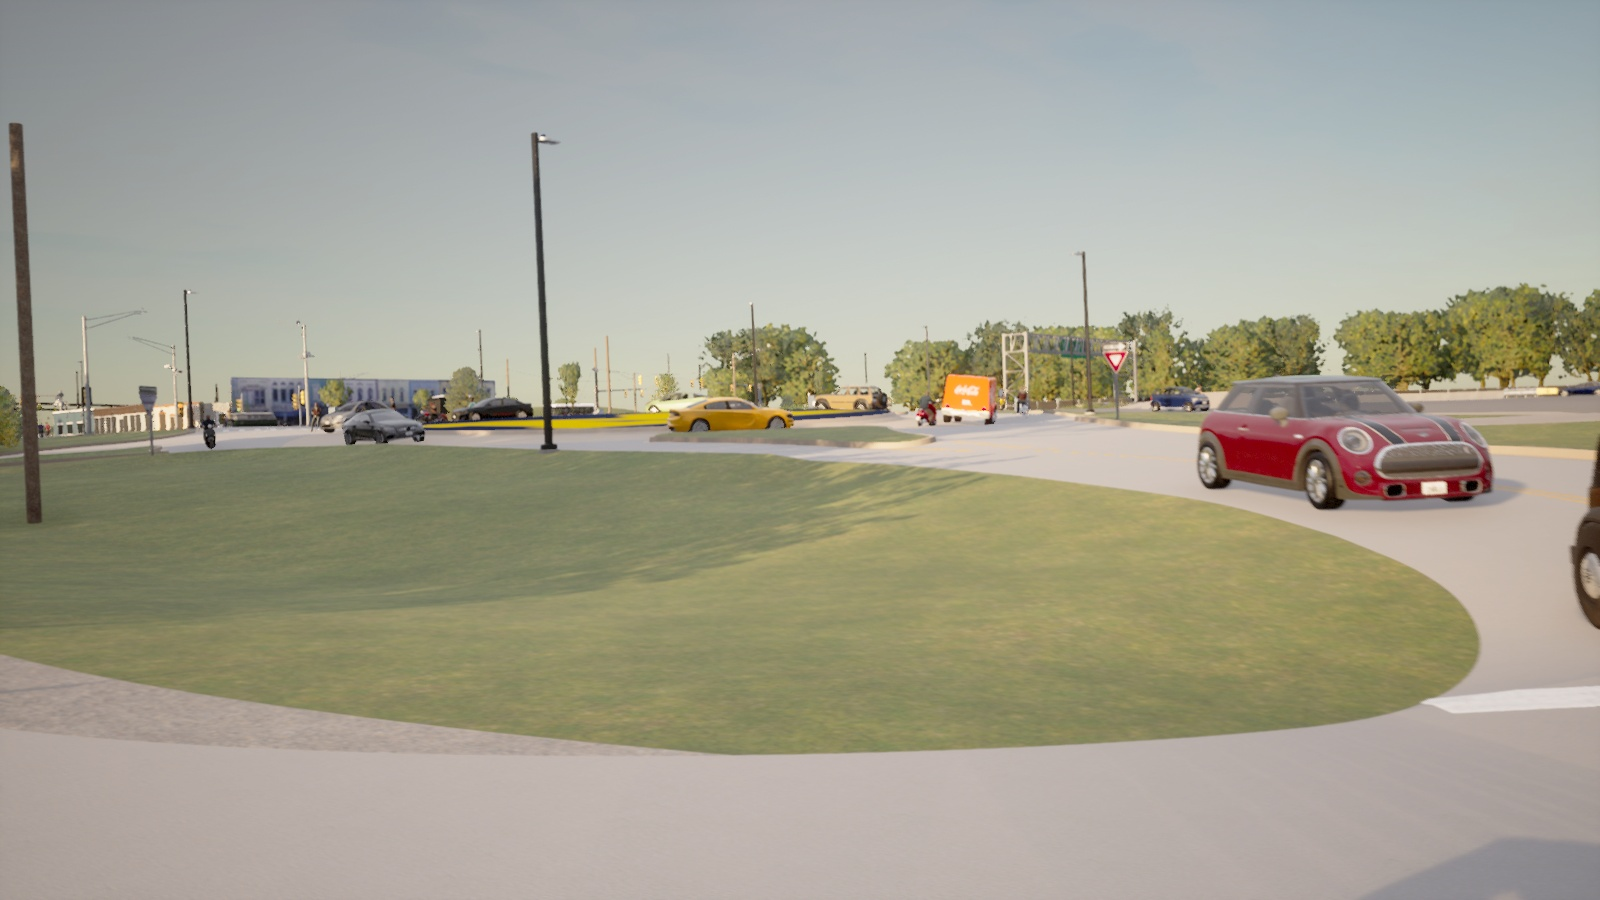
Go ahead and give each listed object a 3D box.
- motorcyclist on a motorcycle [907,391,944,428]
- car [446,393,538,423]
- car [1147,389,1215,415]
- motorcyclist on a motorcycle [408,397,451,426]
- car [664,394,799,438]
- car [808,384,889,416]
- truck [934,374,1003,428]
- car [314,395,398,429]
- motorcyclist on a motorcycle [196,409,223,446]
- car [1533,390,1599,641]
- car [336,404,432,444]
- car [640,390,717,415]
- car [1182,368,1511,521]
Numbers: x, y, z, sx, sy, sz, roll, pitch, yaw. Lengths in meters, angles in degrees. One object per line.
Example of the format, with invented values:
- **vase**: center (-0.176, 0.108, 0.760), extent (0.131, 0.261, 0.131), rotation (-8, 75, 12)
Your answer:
- **motorcyclist on a motorcycle**: center (5.663, -1.837, 56.522), extent (0.866, 1.590, 1.817), rotation (3, 4, 34)
- **car**: center (-18.505, -2.557, 75.614), extent (5.008, 1.535, 1.882), rotation (-5, 3, -41)
- **car**: center (23.642, -3.000, 78.019), extent (1.789, 1.549, 3.705), rotation (-3, 4, -35)
- **motorcyclist on a motorcycle**: center (-22.953, -2.408, 77.855), extent (2.350, 1.649, 0.766), rotation (-5, 2, -45)
- **car**: center (-2.709, -1.385, 49.589), extent (5.008, 1.535, 1.882), rotation (-2, 4, -16)
- **car**: center (2.959, -3.079, 77.096), extent (4.605, 1.855, 1.932), rotation (2, 2, 34)
- **truck**: center (8.762, -2.550, 64.772), extent (2.627, 2.467, 5.204), rotation (6, 4, 15)
- **car**: center (-24.029, -2.065, 68.114), extent (1.851, 1.617, 3.988), rotation (-2, 3, 29)
- **motorcyclist on a motorcycle**: center (-27.503, -1.070, 58.458), extent (0.866, 1.590, 1.817), rotation (-3, 5, -31)
- **car**: center (6.773, 0.496, 8.570), extent (1.905, 1.878, 3.866), rotation (-2, 2, 12)
- **car**: center (-17.479, -1.123, 52.658), extent (4.674, 1.442, 1.812), rotation (2, 8, 45)
- **car**: center (-7.836, -3.073, 81.185), extent (4.514, 1.525, 2.007), rotation (0, 2, 16)
- **car**: center (7.297, -0.195, 17.378), extent (2.097, 1.767, 4.553), rotation (-2, 3, -8)
